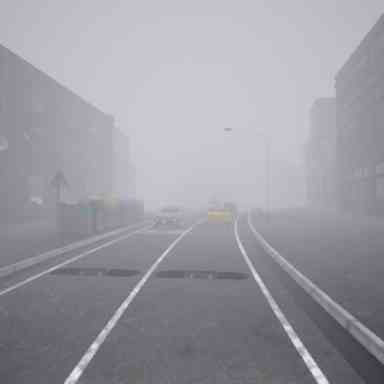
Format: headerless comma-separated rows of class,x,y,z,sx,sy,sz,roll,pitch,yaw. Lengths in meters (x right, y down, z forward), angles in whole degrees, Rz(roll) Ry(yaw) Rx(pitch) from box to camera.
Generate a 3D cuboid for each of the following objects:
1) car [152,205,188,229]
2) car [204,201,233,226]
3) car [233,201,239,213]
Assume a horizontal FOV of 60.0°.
car,-1.457,1.716,23.600,1.837,1.490,4.892,0,-1,7
car,1.979,1.676,25.378,1.801,1.575,5.366,0,-1,7
car,4.813,1.909,42.603,1.837,1.490,4.892,0,-1,10
